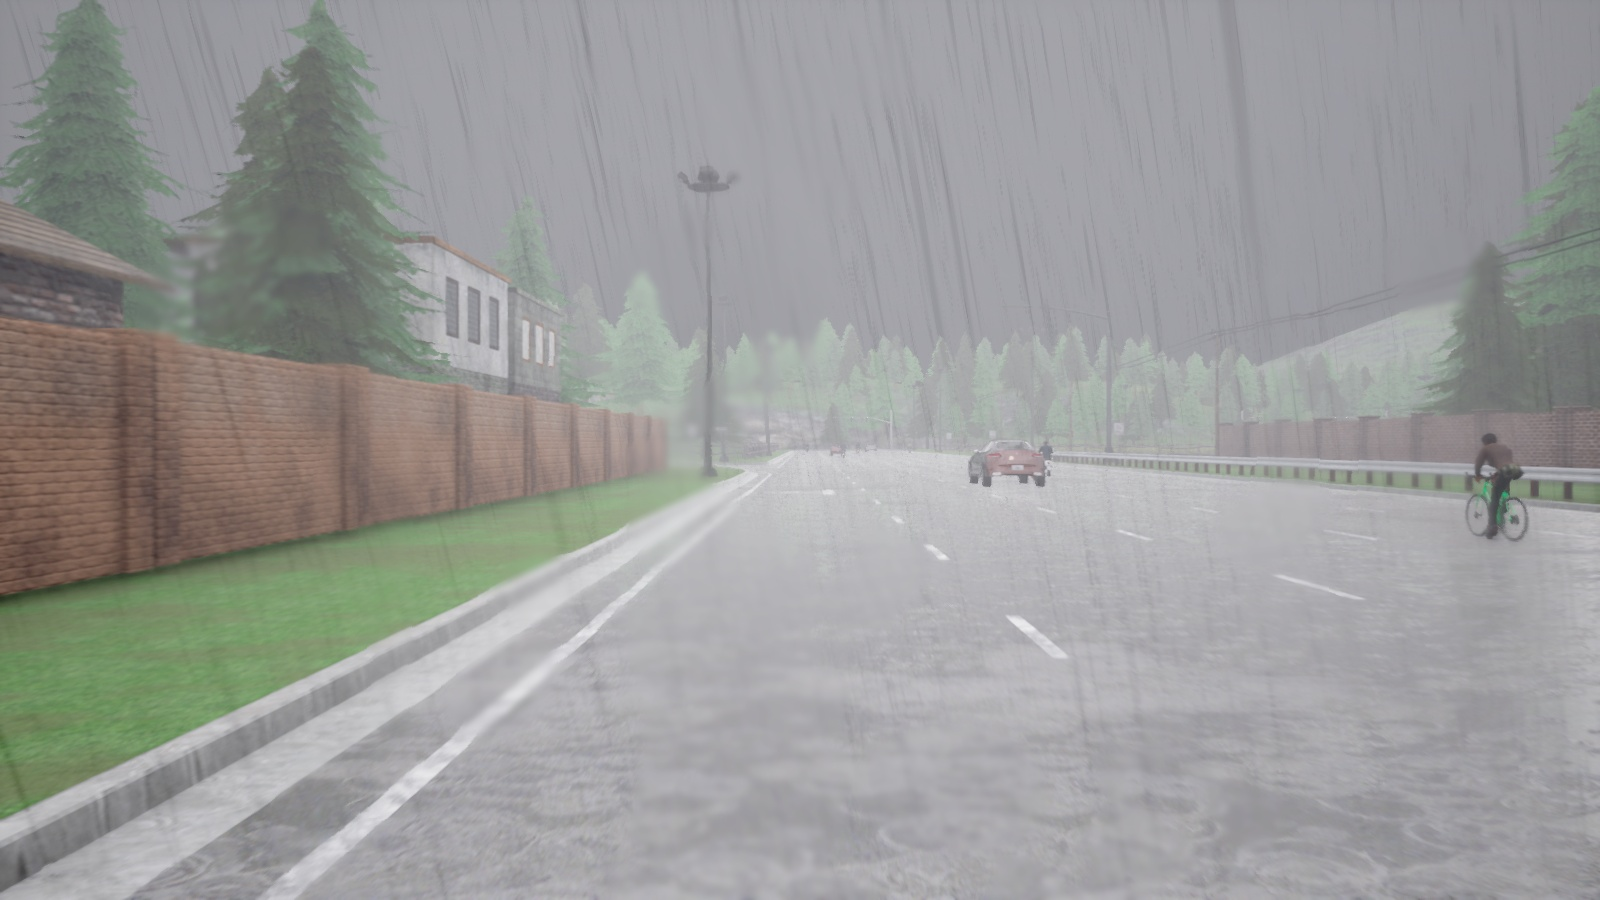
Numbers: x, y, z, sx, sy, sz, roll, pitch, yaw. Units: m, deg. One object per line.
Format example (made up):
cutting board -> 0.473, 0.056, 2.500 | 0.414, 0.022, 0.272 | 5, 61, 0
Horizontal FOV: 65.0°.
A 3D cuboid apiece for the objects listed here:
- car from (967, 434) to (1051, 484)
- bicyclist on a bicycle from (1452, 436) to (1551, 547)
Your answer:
car -> 7.267, 0.280, 44.225 | 2.152, 1.651, 5.027 | 0, 0, 0
bicyclist on a bicycle -> 10.624, 0.600, 19.064 | 0.582, 1.620, 1.656 | 0, 0, 0
